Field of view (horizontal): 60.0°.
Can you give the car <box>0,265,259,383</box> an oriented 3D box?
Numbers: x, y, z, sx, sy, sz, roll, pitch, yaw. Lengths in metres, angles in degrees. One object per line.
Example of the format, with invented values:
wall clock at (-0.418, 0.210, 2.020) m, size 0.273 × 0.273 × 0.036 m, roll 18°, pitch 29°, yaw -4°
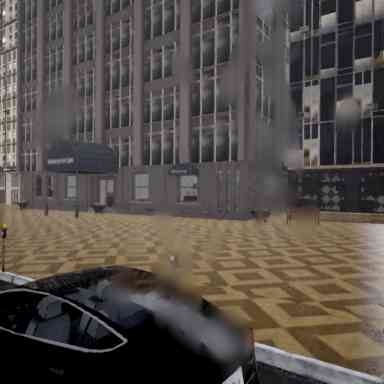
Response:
car at (-1.367, 1.565, 3.841) m, size 4.313 × 1.339 × 1.947 m, roll 0°, pitch 1°, yaw 35°
